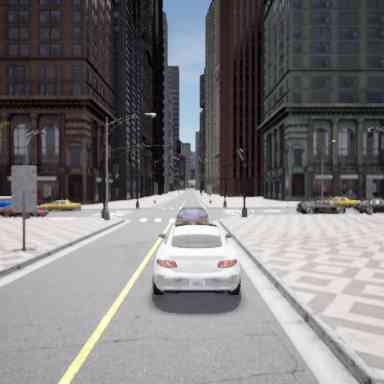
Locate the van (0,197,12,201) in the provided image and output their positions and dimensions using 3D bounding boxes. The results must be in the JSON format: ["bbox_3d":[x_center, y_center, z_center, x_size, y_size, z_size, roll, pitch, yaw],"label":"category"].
[{"bbox_3d":[-20.970,1.417,38.849,3.998,1.788,1.690,-1,1,0],"label":"van"}]

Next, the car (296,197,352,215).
[{"bbox_3d":[11.676,1.388,30.272,4.313,1.339,1.947,-1,1,0],"label":"car"}]

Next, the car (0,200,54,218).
[{"bbox_3d":[-15.293,1.697,30.319,4.206,1.307,1.802,-1,1,0],"label":"car"}]

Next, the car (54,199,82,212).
[{"bbox_3d":[-15.458,1.546,38.843,4.829,1.417,1.752,-1,1,0],"label":"car"}]

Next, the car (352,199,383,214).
[{"bbox_3d":[17.055,1.311,30.262,4.403,1.369,2.008,-1,1,0],"label":"car"}]

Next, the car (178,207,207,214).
[{"bbox_3d":[0.024,1.515,18.049,2.033,1.411,5.357,0,0,1],"label":"car"}]

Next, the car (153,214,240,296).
[{"bbox_3d":[0.097,1.513,8.459,1.812,1.442,4.674,0,0,0],"label":"car"}]
